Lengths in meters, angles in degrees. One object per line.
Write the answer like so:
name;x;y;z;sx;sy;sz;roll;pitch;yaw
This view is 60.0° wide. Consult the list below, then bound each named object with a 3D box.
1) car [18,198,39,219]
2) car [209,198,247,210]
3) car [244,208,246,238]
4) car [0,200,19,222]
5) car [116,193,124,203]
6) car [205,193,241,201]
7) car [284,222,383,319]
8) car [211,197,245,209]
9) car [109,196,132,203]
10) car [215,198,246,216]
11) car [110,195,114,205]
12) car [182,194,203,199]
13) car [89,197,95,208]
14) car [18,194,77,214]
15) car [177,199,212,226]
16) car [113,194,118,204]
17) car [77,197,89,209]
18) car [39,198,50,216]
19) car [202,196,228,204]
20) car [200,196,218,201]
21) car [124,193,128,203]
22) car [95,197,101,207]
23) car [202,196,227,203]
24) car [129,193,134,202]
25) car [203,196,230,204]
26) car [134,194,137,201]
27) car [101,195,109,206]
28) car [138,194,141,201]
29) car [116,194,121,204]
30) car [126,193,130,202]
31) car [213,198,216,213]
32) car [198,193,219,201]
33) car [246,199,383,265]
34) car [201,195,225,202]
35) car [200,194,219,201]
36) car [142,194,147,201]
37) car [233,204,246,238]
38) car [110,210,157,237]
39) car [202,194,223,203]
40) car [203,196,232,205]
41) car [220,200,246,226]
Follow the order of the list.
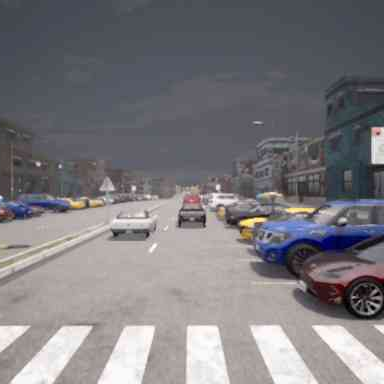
car;-15.679;1.475;27.072;5.008;1.535;2.097;0;0;0
car;4.561;1.511;43.044;4.674;1.452;2.002;0;0;0
car;4.642;1.479;12.355;4.892;1.521;2.231;0;0;0
car;-15.665;1.521;24.315;4.674;1.452;2.002;0;0;0
car;-15.836;1.386;62.919;4.553;1.767;2.185;0;0;0
car;4.604;1.215;37.361;5.566;2.045;2.435;0;0;0
car;4.648;1.509;6.795;4.792;1.488;2.163;0;0;0
car;4.559;1.495;31.801;4.792;1.488;2.163;0;0;0
car;-15.910;1.604;73.947;4.674;1.452;2.002;0;0;0
car;4.785;1.465;26.244;5.366;1.575;1.946;0;0;0
car;-15.805;1.514;54.646;4.792;1.488;2.163;0;0;0
car;-0.042;1.212;41.393;2.150;2.045;5.566;0;0;0
car;-15.813;1.495;43.614;4.792;1.488;2.163;0;0;0
car;-15.706;1.213;35.344;5.566;2.045;2.435;0;0;0
car;-0.001;1.481;23.234;2.128;1.511;4.902;0;0;0
car;-15.843;1.532;57.368;4.674;1.452;2.002;0;0;0
car;-15.952;1.461;40.855;5.366;1.575;1.946;0;0;0
car;-15.703;1.510;29.830;4.674;1.452;2.002;0;0;0
car;4.510;1.529;65.275;4.892;1.521;2.231;0;0;0
car;4.467;1.685;87.503;4.674;1.452;2.002;0;0;0
car;-15.874;1.522;65.676;5.008;1.535;2.097;0;0;0
car;-15.985;1.465;46.370;5.366;1.575;1.946;0;0;0
car;4.516;1.539;68.055;5.008;1.535;2.097;0;0;0
car;-15.930;1.298;71.191;5.566;2.045;2.435;0;0;0
car;4.551;1.547;62.497;4.792;1.488;2.163;0;0;0
car;-15.953;1.609;76.704;4.792;1.488;2.163;0;0;0
car;-15.627;1.470;49.134;5.366;1.575;1.946;0;0;0
car;-15.941;1.611;82.219;5.008;1.535;2.097;0;0;0
car;-15.886;1.530;60.162;4.792;1.488;2.163;0;0;0
car;-15.861;1.565;68.432;4.792;1.488;2.163;0;0;0
car;4.564;1.496;29.023;4.792;1.488;2.163;0;0;0
car;4.434;1.422;90.281;5.566;2.045;2.435;0;-1;0
car;4.634;1.228;9.576;5.566;2.045;2.435;0;0;0
car;4.678;1.574;76.266;5.366;1.575;1.946;0;0;0
car;4.443;1.498;84.727;4.553;1.767;2.185;0;0;0
car;-15.951;1.434;90.487;5.566;2.045;2.435;0;-1;0
car;4.639;1.476;15.134;5.008;1.535;2.097;0;0;0
car;-2.985;1.595;17.982;1.895;1.301;4.718;0;0;0
car;4.471;1.438;73.605;4.553;1.767;2.185;0;0;0
car;4.523;1.508;59.592;5.008;1.535;2.097;0;0;0
car;4.634;1.500;23.465;4.792;1.488;2.163;0;0;0
